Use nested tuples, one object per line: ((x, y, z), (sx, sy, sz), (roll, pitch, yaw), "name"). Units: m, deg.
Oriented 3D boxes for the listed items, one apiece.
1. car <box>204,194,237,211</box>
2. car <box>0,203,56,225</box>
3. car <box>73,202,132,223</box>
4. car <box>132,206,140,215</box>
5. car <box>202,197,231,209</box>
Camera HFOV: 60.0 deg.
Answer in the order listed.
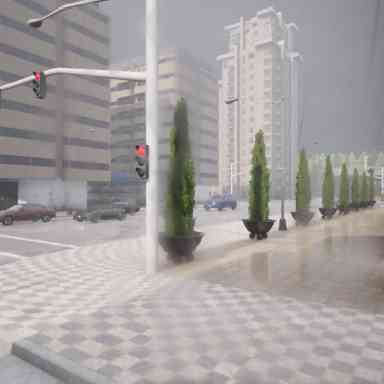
((3.674, 1.277, 41.836), (2.150, 2.045, 5.566), (0, 0, 35), "car")
((-12.429, 1.581, 24.602), (1.812, 1.442, 4.674), (0, 0, 34), "car")
((-7.160, 1.619, 26.121), (1.994, 1.385, 4.181), (0, 0, 35), "car")
((-7.288, 1.656, 32.109), (1.895, 1.301, 4.718), (0, 0, 35), "car")
((3.579, 1.558, 47.840), (1.837, 1.490, 4.892), (0, 1, 35), "car")
